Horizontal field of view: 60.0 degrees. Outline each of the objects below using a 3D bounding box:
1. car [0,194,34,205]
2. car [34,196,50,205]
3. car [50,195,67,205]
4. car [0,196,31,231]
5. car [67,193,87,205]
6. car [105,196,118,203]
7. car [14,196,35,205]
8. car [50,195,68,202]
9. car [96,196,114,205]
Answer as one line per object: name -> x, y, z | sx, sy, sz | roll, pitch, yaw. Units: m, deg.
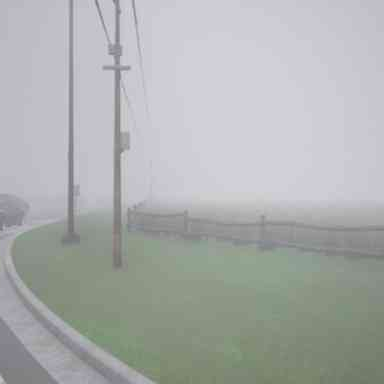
car -> -16.447, 1.188, 29.460 | 2.150, 2.045, 5.566 | 0, 0, -6
car -> -26.433, 1.415, 58.618 | 1.882, 1.535, 5.008 | 0, 0, -6
car -> -22.950, 1.445, 58.959 | 1.837, 1.490, 4.892 | 0, 0, -6
car -> -11.755, 1.328, 20.095 | 2.097, 1.767, 4.553 | 0, 0, -10
car -> -19.058, 1.451, 56.150 | 1.837, 1.490, 4.892 | 0, 0, -6
car -> -17.029, 1.490, 70.331 | 1.994, 1.385, 4.181 | 0, 0, -6
car -> -30.047, 1.440, 59.852 | 1.837, 1.490, 4.892 | 0, 0, -6
car -> -27.448, 1.302, 68.988 | 2.033, 1.411, 5.357 | 0, 0, -6
car -> -15.856, 1.493, 59.346 | 2.033, 1.411, 5.357 | 0, 0, -5
